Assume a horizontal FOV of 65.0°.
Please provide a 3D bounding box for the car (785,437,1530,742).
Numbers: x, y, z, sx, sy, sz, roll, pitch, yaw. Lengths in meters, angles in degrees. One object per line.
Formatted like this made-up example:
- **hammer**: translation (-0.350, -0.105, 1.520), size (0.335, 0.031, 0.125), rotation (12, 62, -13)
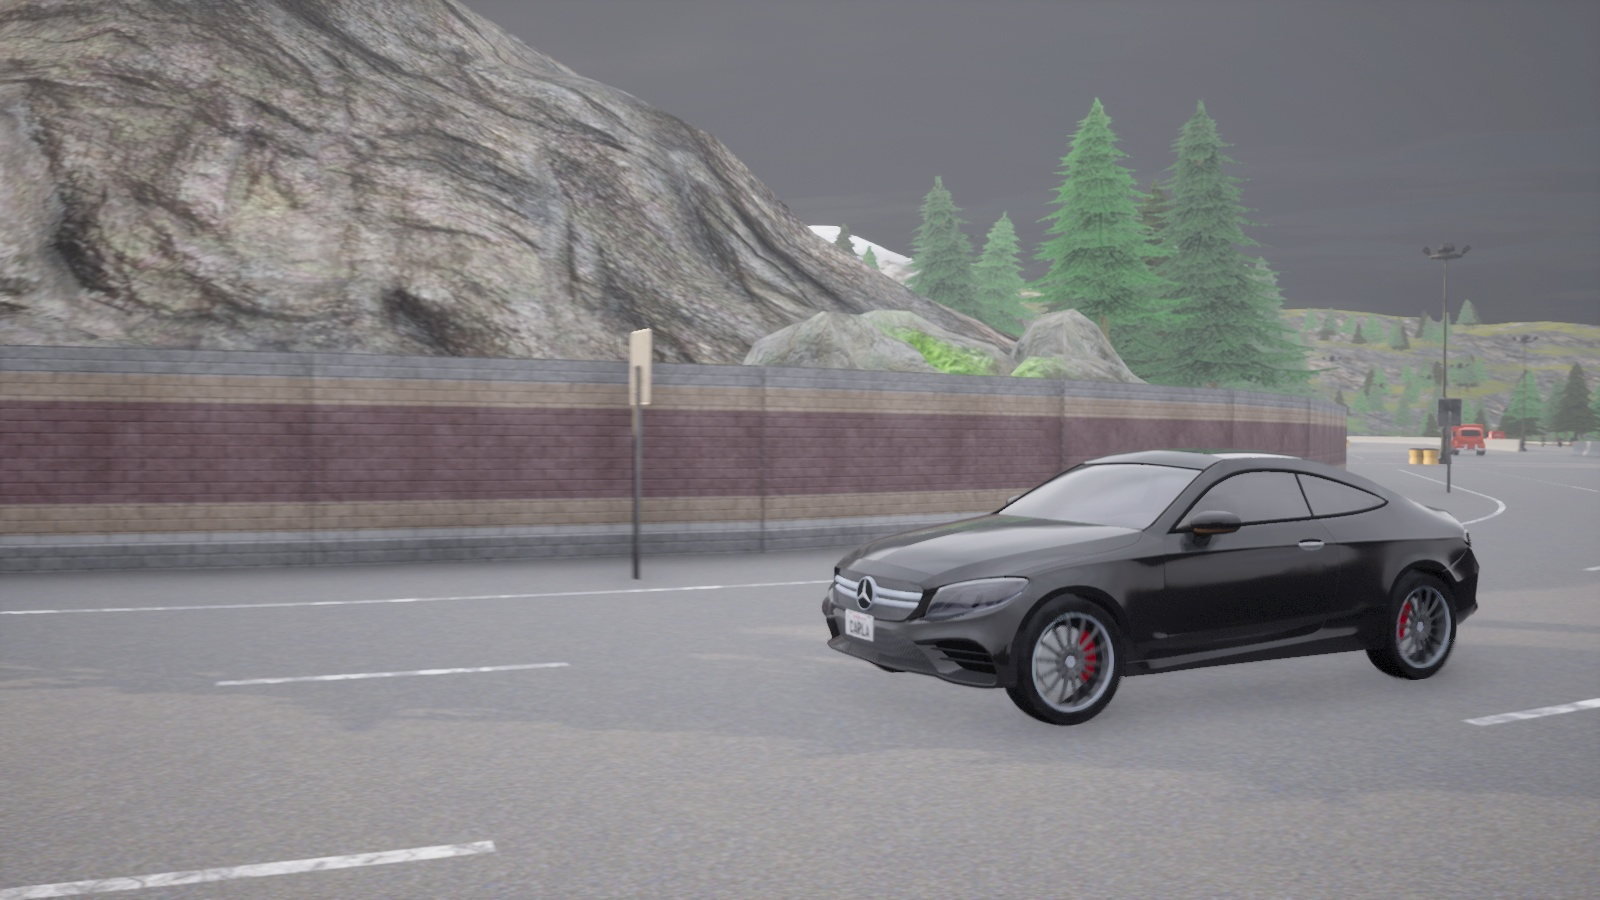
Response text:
- **car**: translation (2.403, 0.670, 8.111), size (4.674, 1.442, 1.812), rotation (-1, 1, -28)
